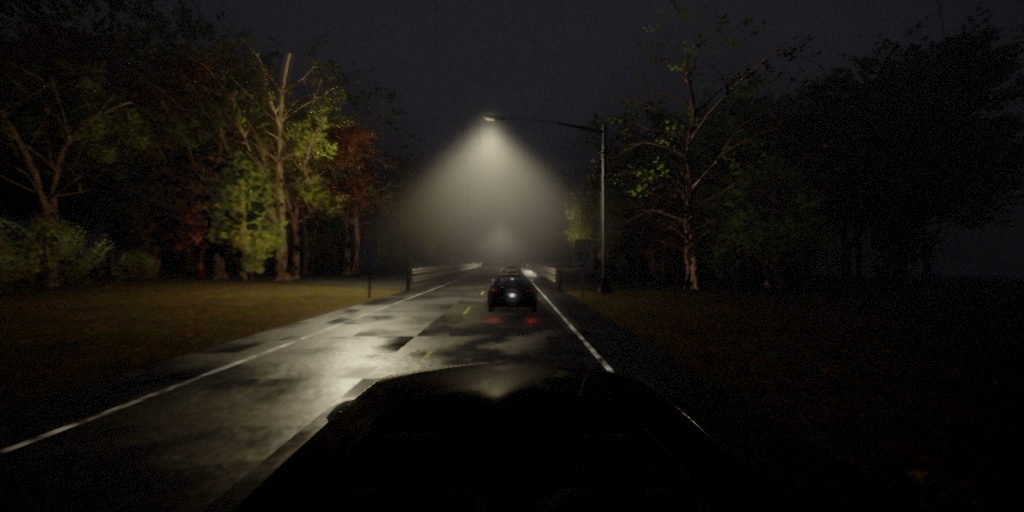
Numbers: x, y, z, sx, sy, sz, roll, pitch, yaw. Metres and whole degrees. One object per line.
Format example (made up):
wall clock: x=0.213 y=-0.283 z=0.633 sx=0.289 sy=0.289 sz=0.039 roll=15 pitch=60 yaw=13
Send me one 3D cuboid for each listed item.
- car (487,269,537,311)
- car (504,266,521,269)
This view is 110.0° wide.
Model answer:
car: x=0.026 y=1.448 z=15.338 sx=1.994 sy=1.385 sz=4.181 roll=0 pitch=0 yaw=0
car: x=0.028 y=1.538 z=30.361 sx=1.837 sy=1.490 sz=4.892 roll=0 pitch=0 yaw=1
